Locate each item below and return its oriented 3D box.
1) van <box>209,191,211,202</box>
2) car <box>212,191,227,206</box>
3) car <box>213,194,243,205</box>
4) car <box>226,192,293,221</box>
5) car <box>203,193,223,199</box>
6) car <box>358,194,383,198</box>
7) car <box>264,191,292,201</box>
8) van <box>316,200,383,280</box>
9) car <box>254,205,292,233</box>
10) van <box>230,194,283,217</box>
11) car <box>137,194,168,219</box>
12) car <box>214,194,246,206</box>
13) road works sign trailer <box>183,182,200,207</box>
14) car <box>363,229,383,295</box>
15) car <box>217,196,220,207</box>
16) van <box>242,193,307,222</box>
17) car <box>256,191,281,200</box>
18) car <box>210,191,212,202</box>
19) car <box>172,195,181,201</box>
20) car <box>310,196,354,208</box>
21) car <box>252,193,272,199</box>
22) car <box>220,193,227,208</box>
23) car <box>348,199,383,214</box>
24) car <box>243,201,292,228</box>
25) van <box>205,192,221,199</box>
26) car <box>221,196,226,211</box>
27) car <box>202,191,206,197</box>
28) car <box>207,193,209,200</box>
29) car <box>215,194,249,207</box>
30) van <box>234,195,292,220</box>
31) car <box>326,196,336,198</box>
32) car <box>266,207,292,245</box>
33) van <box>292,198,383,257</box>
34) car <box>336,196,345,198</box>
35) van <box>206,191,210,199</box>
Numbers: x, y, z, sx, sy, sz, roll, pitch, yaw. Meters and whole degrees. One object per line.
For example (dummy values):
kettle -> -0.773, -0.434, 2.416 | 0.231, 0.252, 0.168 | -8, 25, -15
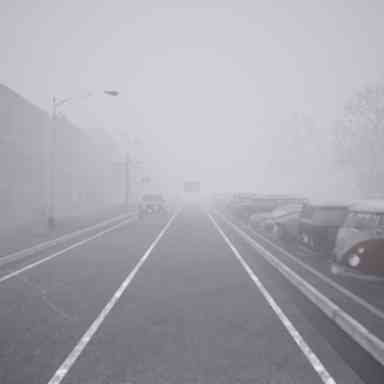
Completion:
van -> 5.544, 1.045, 55.586 | 4.442, 1.987, 1.878 | 0, 0, 0
car -> 5.649, 1.106, 41.570 | 5.566, 2.045, 2.435 | 0, 0, 0
car -> 5.695, 1.162, 52.784 | 4.553, 1.767, 2.185 | 0, 0, 0
car -> 5.670, 1.209, 24.750 | 5.566, 2.045, 2.435 | 0, 0, 0
car -> 5.615, 1.099, 89.223 | 5.008, 1.535, 2.097 | 0, 0, 0
car -> 18.799, 1.172, 30.881 | 5.566, 2.045, 2.435 | 0, 0, 0
car -> 18.691, 0.915, 72.645 | 5.566, 2.045, 2.435 | 0, 0, 0
van -> 5.601, 1.280, 7.927 | 4.442, 1.987, 1.878 | 0, 0, 0
car -> 5.705, 1.539, 16.340 | 4.674, 1.452, 2.002 | 0, 0, 0
van -> 5.808, 1.200, 30.357 | 4.442, 1.987, 1.878 | 0, 0, 0
car -> -3.343, 1.163, 29.123 | 2.150, 2.045, 5.566 | 0, 0, 0
car -> 5.636, 1.180, 49.980 | 4.553, 1.767, 2.185 | 0, 0, 0
road works sign trailer -> -0.001, 0.310, 47.277 | 2.380, 3.560, 2.880 | 0, 0, 1
car -> 5.716, 1.502, 5.120 | 5.008, 1.535, 2.097 | 0, 0, 0
car -> 5.678, 1.414, 38.768 | 4.674, 1.452, 2.002 | 0, 0, 0
van -> 5.818, 1.252, 21.949 | 4.442, 1.987, 1.878 | 0, 0, 0
car -> 18.682, 0.875, 81.000 | 5.566, 2.045, 2.435 | 0, 0, 0
car -> 5.646, 1.088, 44.373 | 5.566, 2.045, 2.435 | 0, 0, 0
car -> -3.238, 1.298, 70.235 | 1.895, 1.301, 4.718 | 0, 0, 0
car -> 18.759, 1.339, 44.762 | 4.892, 1.521, 2.231 | 0, 0, 0
car -> 18.695, 1.099, 89.354 | 5.008, 1.535, 2.097 | 0, 0, 0
car -> 5.715, 1.266, 35.964 | 4.553, 1.767, 2.185 | 0, 0, 0
car -> 18.738, 1.436, 33.658 | 4.792, 1.488, 2.163 | 0, 0, 0
car -> 5.711, 1.489, 19.143 | 4.892, 1.521, 2.231 | 0, 0, 0
van -> 5.734, 0.865, 92.026 | 4.442, 1.987, 1.878 | 0, 0, 0
car -> 5.681, 1.410, 33.162 | 4.892, 1.521, 2.231 | 0, 0, 0
car -> 5.623, 1.117, 83.612 | 4.892, 1.521, 2.231 | 0, 0, 0
car -> 5.652, 1.253, 58.391 | 5.008, 1.535, 2.097 | 0, 0, 0
car -> 5.640, 1.197, 47.177 | 4.553, 1.767, 2.185 | 0, 0, 0
van -> 5.811, 1.217, 27.554 | 4.442, 1.987, 1.878 | 0, 0, 0
car -> 18.572, 1.352, 41.985 | 5.366, 1.575, 1.946 | 0, 0, 0
car -> 5.740, 1.535, 13.532 | 4.792, 1.488, 2.163 | 0, 0, 0
van -> 5.831, 1.280, 10.729 | 4.442, 1.987, 1.878 | 0, 0, 0
car -> 18.794, 1.264, 36.434 | 4.553, 1.767, 2.185 | 0, 0, 0
van -> 5.531, 0.976, 66.799 | 4.442, 1.987, 1.878 | 0, 0, 0
